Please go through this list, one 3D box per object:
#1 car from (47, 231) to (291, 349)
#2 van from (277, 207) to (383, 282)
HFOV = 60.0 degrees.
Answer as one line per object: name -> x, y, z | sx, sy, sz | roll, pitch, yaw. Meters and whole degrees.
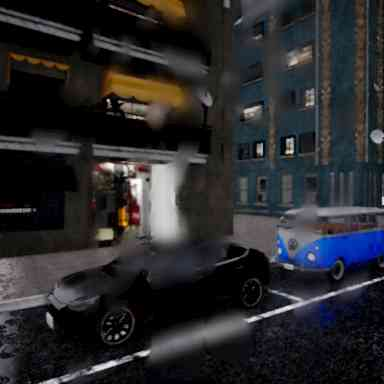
car -> -0.368, 1.562, 6.287 | 4.313, 1.339, 1.947 | 0, 1, -35
van -> 4.131, 1.331, 9.492 | 3.998, 1.788, 1.690 | 0, 1, -35
